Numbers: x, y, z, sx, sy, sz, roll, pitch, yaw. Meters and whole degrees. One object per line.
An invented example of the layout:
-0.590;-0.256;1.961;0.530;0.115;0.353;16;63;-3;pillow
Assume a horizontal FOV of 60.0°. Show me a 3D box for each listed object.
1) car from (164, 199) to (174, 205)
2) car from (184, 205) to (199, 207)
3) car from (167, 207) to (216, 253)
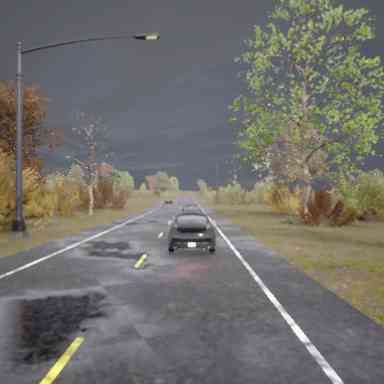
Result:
-5.052;2.226;72.286;1.895;1.301;4.718;0;0;-7;car
-0.056;1.817;28.990;2.033;1.411;5.357;0;0;0;car
-0.003;1.641;14.301;1.837;1.490;4.892;0;0;0;car
